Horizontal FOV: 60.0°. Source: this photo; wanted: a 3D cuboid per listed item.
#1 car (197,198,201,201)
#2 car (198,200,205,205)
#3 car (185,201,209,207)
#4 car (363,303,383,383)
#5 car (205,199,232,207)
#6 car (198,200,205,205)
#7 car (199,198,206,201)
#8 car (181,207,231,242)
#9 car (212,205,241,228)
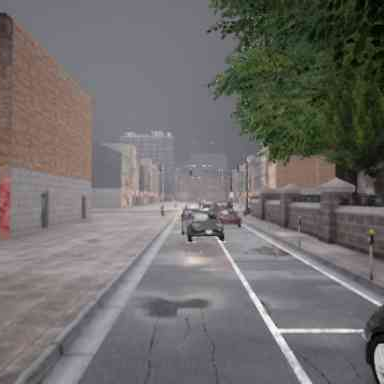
[{"bbox_3d":[2.600,2.488,72.755,1.887,1.381,4.507,1,-1,0],"label":"car"},{"bbox_3d":[2.589,2.772,89.064,1.802,1.307,4.206,0,-1,0],"label":"car"},{"bbox_3d":[0.060,1.834,28.906,2.128,1.511,4.902,0,-1,0],"label":"car"},{"bbox_3d":[3.020,1.530,2.151,1.837,1.490,4.892,0,-1,0],"label":"car"},{"bbox_3d":[2.630,1.671,30.020,2.192,1.841,5.009,1,-1,0],"label":"car"},{"bbox_3d":[2.585,2.857,94.502,1.802,1.307,4.206,0,-1,0],"label":"car"},{"bbox_3d":[2.610,2.253,56.445,1.887,1.381,4.507,1,-1,0],"label":"car"},{"bbox_3d":[0.512,1.731,17.744,1.812,1.442,4.674,0,-1,-7],"label":"car"},{"bbox_3d":[2.631,1.870,24.568,1.802,1.307,4.206,1,-1,0],"label":"car"}]
